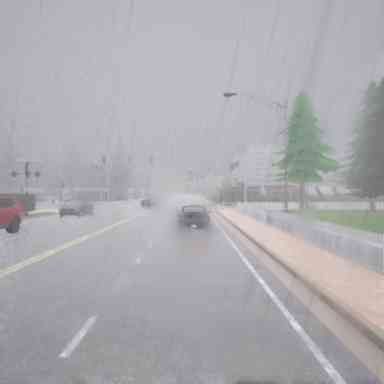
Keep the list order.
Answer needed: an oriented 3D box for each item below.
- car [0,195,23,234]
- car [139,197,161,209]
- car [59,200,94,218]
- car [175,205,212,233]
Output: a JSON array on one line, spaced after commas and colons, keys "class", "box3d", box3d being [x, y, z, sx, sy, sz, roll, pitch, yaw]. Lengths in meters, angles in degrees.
[{"class": "car", "box3d": [-10.591, 1.215, 16.430, 2.150, 2.045, 5.566, 0, 0, 0]}, {"class": "car", "box3d": [-5.707, 1.500, 44.795, 1.837, 1.490, 4.892, 2, 0, -25]}, {"class": "car", "box3d": [-10.534, 1.473, 30.624, 1.882, 1.535, 5.008, 0, 0, 0]}, {"class": "car", "box3d": [0.096, 1.502, 19.423, 1.837, 1.490, 4.892, 0, 0, 0]}]
